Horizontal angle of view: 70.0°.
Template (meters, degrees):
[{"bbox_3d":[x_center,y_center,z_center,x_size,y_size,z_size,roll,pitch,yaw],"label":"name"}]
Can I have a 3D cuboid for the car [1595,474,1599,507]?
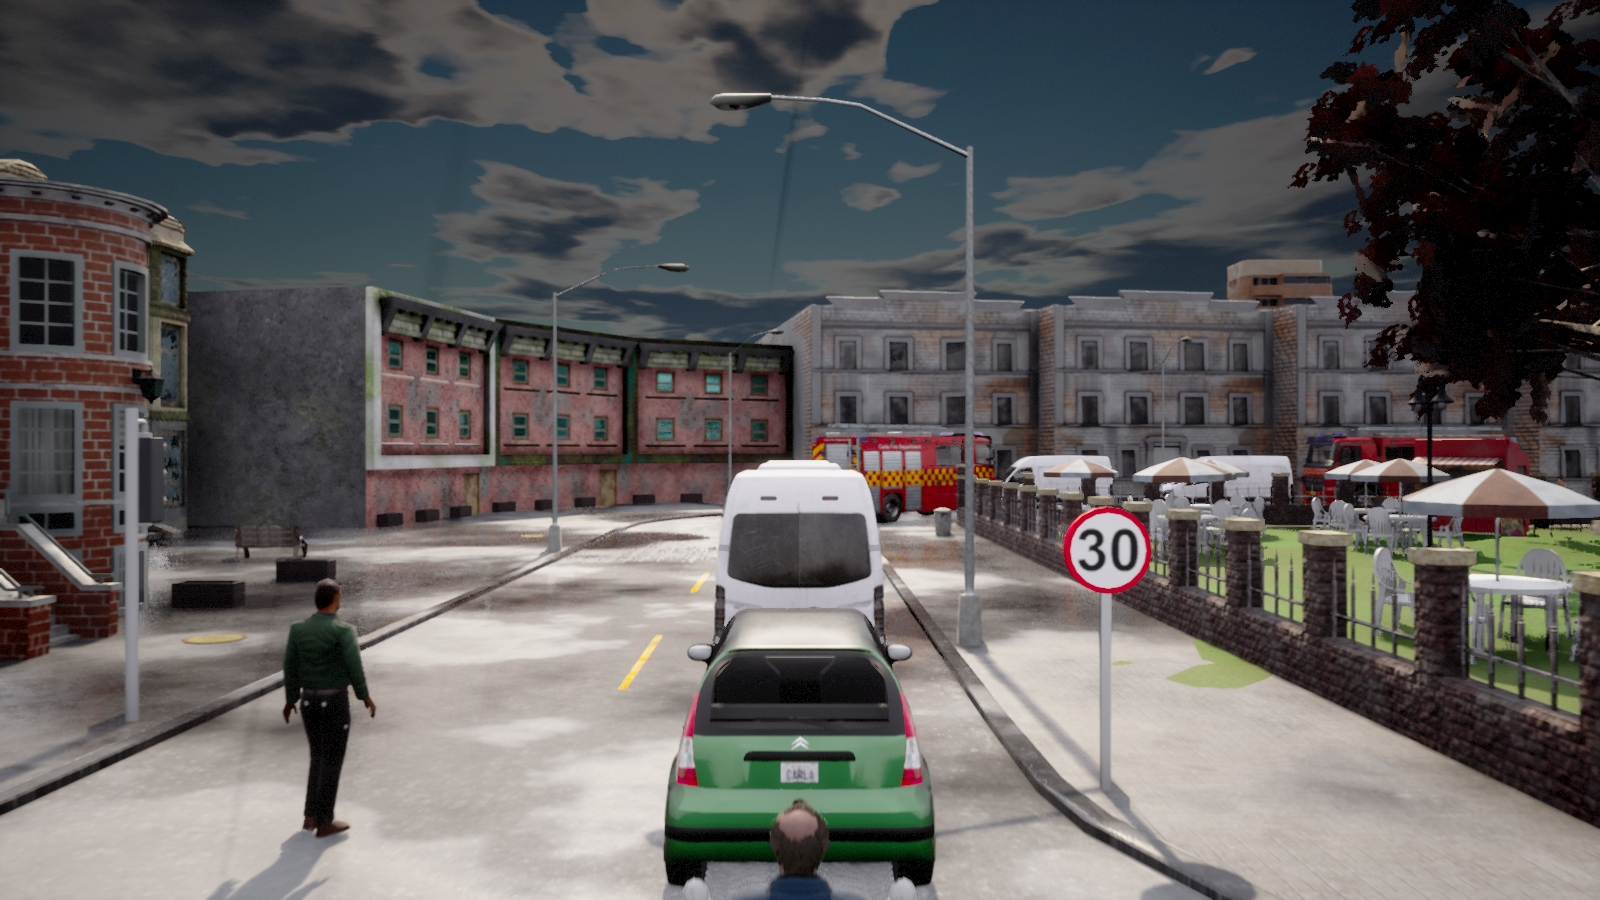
[{"bbox_3d":[37.881,1.818,50.886,3.633,1.501,1.845,0,0,0],"label":"car"}]

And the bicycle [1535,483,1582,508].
[{"bbox_3d":[33.730,2.036,50.825,1.487,1.080,0.859,0,0,0],"label":"bicycle"}]

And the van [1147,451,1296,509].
[{"bbox_3d":[18.699,1.314,50.869,5.915,2.561,1.988,0,0,0],"label":"van"}]

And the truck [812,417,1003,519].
[{"bbox_3d":[4.541,0.672,46.676,8.468,3.827,2.891,0,0,-43],"label":"truck"}]

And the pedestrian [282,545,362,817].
[{"bbox_3d":[-3.430,1.629,8.207,0.375,1.860,0.375,0,0,17],"label":"pedestrian"}]

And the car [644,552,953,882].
[{"bbox_3d":[-0.007,1.779,8.836,1.851,1.617,3.988,0,0,0],"label":"car"}]

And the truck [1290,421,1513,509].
[{"bbox_3d":[26.782,0.670,51.123,8.468,3.827,2.891,0,0,0],"label":"truck"}]

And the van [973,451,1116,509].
[{"bbox_3d":[10.811,1.314,50.853,5.915,2.561,1.988,0,0,0],"label":"van"}]

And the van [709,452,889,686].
[{"bbox_3d":[-0.012,1.315,15.538,1.988,2.561,5.915,0,0,0],"label":"van"}]

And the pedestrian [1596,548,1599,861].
[{"bbox_3d":[4.949,1.517,6.651,0.375,1.860,0.375,0,0,1],"label":"pedestrian"}]
